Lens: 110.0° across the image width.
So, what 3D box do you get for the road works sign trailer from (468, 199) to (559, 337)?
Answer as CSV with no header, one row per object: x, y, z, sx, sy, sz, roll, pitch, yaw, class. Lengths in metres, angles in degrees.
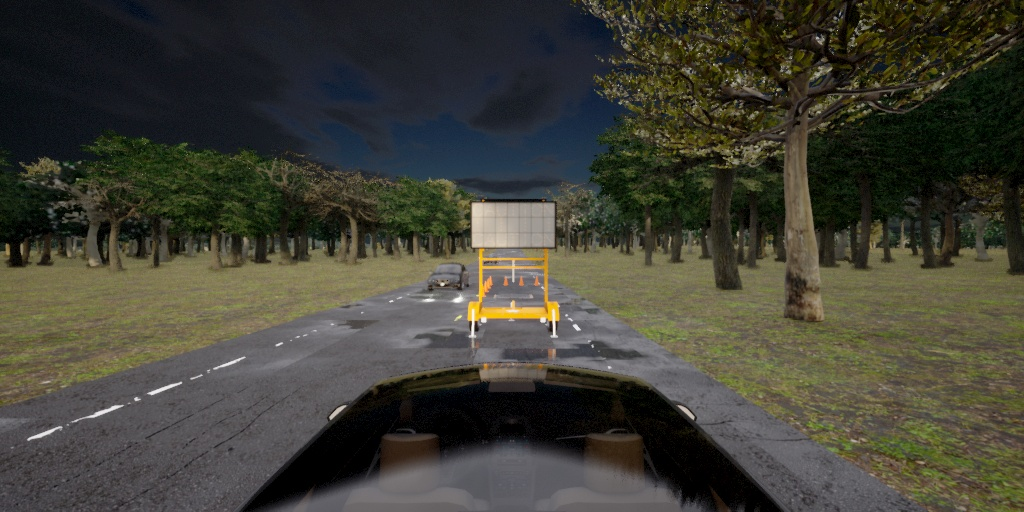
0.042,0.197,10.177,2.380,3.560,2.880,0,0,0,road works sign trailer

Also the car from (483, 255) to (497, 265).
-3.272,0.618,54.853,1.994,1.385,4.181,0,2,0,car

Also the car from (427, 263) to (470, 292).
-3.515,1.166,20.583,1.837,1.490,4.892,0,1,0,car
